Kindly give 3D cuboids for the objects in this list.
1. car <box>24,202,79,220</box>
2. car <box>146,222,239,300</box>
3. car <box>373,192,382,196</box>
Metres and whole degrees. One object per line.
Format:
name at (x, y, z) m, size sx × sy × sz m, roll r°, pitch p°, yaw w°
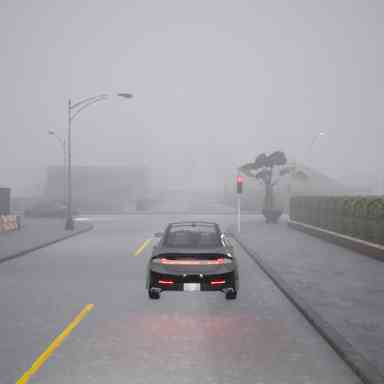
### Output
car at (-11.594, 1.564, 27.604) m, size 4.181 × 1.385 × 1.994 m, roll 0°, pitch 0°, yaw 0°
car at (0.039, 1.492, 8.395) m, size 2.128 × 1.511 × 4.902 m, roll 0°, pitch 0°, yaw 1°
car at (38.029, 0.973, 67.799) m, size 1.905 × 1.878 × 3.866 m, roll 0°, pitch 0°, yaw 0°
